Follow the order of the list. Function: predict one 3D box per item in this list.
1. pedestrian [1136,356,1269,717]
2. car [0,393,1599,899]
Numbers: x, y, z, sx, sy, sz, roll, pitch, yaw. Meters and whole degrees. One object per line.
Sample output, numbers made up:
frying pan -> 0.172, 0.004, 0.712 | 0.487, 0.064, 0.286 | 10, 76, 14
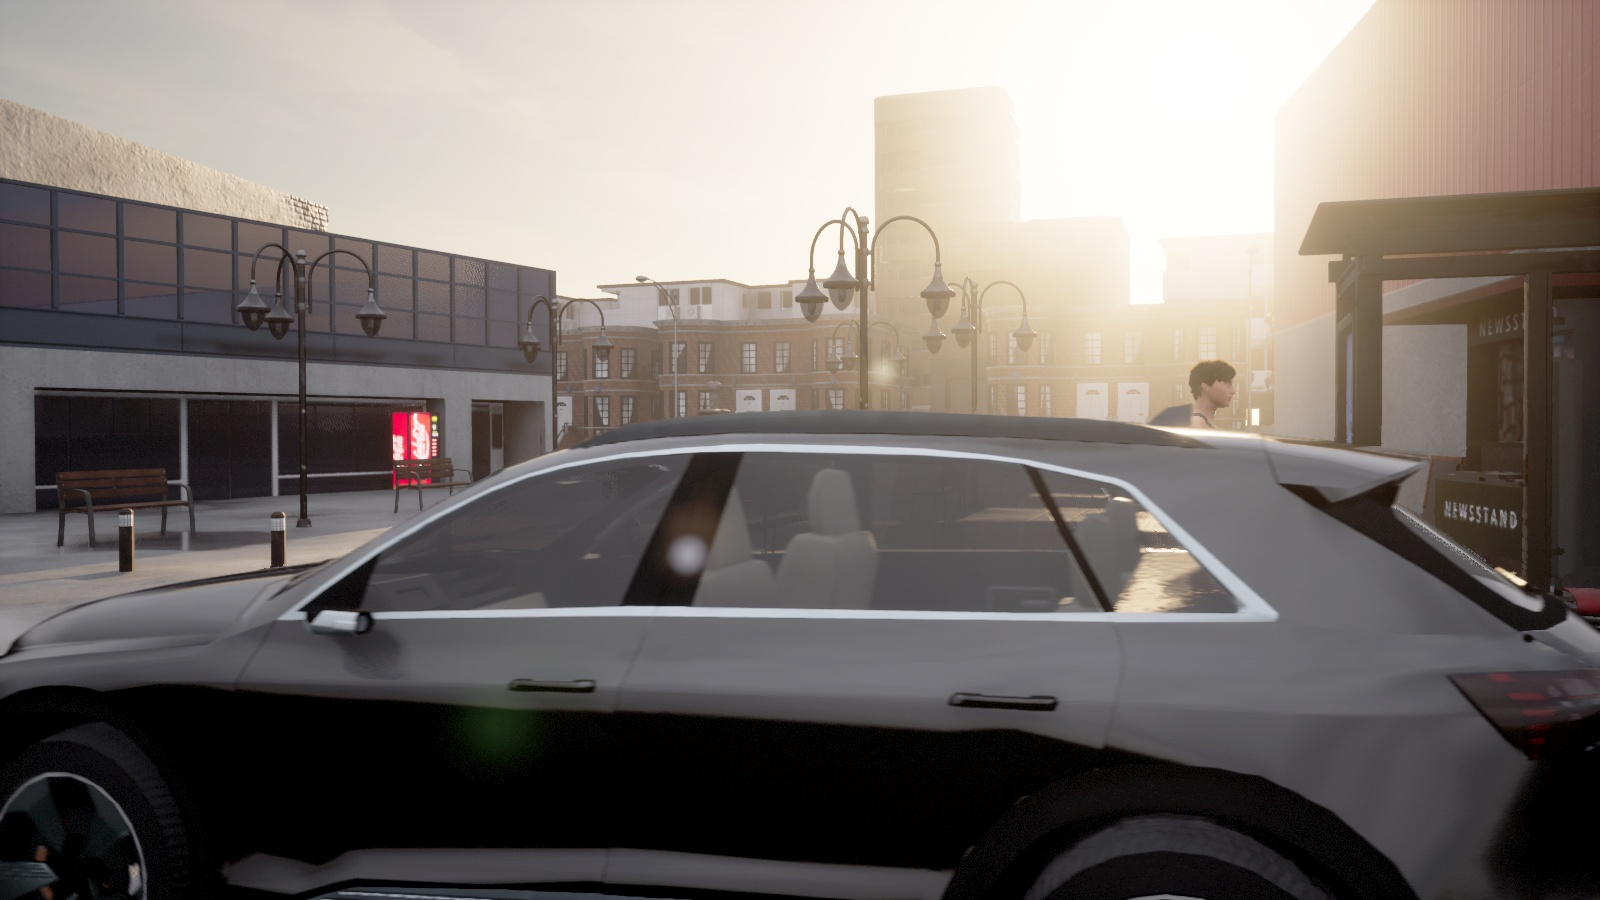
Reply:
pedestrian -> 2.141, 0.437, 6.686 | 0.594, 1.836, 0.345 | 1, 1, 31
car -> -0.303, 0.694, 3.821 | 4.856, 1.649, 2.033 | 1, 1, 19
